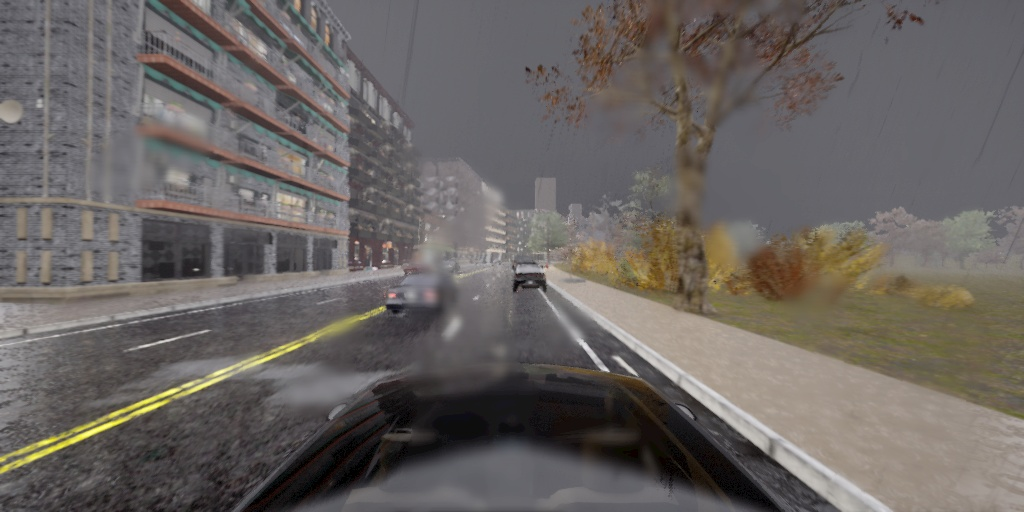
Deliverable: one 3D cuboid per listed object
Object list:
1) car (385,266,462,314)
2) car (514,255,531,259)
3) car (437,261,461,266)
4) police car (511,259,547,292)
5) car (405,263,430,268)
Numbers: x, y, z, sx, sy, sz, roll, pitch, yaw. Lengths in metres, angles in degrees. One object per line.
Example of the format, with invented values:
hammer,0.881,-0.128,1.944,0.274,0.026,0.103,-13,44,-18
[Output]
car,-3.151,1.299,13.704,2.033,1.411,5.357,0,0,0
car,1.086,0.984,37.204,2.150,2.045,5.566,0,0,1
car,-6.446,1.263,36.959,1.837,1.490,4.892,0,0,2
police car,0.971,1.179,21.422,1.930,1.638,5.238,0,0,0
car,-9.694,1.361,37.262,1.895,1.301,4.718,0,0,2
